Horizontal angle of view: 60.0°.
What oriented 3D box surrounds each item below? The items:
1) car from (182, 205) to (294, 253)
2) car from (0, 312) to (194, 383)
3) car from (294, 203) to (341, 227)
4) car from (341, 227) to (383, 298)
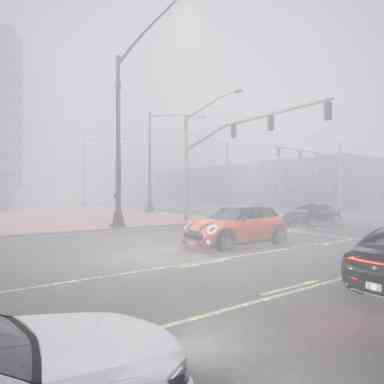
[{"bbox_3d":[1.810,1.352,13.849,4.553,1.767,2.097,0,0,-35],"label":"car"},{"bbox_3d":[-2.137,1.526,2.224,4.674,1.442,1.812,0,0,-35],"label":"car"},{"bbox_3d":[8.243,1.505,22.699,4.892,1.490,1.837,0,0,-35],"label":"car"},{"bbox_3d":[5.341,1.505,7.551,4.892,1.490,1.837,0,0,-35],"label":"car"}]
